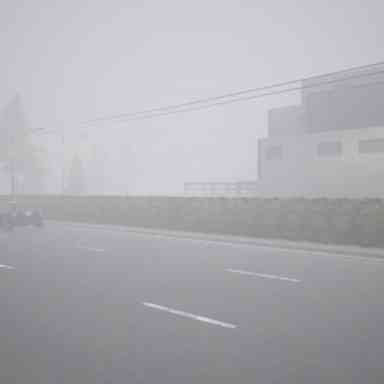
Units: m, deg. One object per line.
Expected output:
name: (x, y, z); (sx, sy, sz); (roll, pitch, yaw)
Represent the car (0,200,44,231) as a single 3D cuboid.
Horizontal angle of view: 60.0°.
car: (-11.245, 1.341, 20.610); (4.553, 1.767, 2.097); (0, 0, 35)
